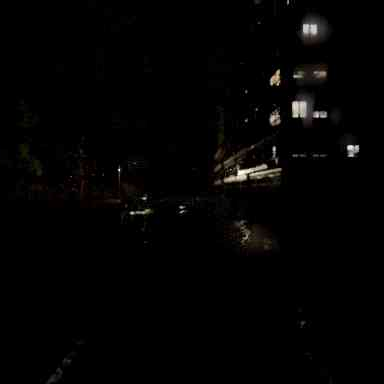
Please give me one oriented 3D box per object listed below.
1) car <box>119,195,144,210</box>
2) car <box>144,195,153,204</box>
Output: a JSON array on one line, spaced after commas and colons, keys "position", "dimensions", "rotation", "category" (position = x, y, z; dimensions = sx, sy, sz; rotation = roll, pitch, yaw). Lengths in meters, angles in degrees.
[{"position": [-7.347, 1.281, 39.241], "dimensions": [2.128, 1.511, 4.902], "rotation": [0, 0, -2], "category": "car"}, {"position": [-7.837, 1.242, 56.994], "dimensions": [2.033, 1.411, 5.357], "rotation": [0, 0, -1], "category": "car"}]
